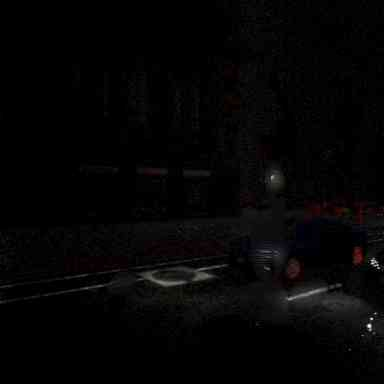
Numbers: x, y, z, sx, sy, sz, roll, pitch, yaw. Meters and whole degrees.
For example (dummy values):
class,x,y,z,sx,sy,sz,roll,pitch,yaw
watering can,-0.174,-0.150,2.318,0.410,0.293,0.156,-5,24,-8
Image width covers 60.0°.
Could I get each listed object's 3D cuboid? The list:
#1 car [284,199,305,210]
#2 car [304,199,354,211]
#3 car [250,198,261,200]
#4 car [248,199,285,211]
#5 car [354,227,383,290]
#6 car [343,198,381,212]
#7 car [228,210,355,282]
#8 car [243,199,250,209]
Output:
class,x,y,z,sx,sy,sz,roll,pitch,yaw
car,17.660,2.141,54.123,1.802,1.307,4.206,-1,0,-35
car,16.679,1.954,40.754,1.752,1.417,4.829,-1,0,-35
car,11.775,2.011,62.426,2.192,1.841,5.009,-1,0,-35
car,10.924,2.115,48.860,2.008,1.369,4.403,-1,0,-35
car,6.109,1.554,8.039,4.674,1.442,1.812,0,0,-35
car,23.540,1.966,45.820,1.887,1.381,4.507,-1,0,-35
car,3.306,1.503,10.035,5.008,1.535,1.882,0,0,-35
car,7.455,2.294,58.454,1.895,1.301,4.718,0,-1,-35
